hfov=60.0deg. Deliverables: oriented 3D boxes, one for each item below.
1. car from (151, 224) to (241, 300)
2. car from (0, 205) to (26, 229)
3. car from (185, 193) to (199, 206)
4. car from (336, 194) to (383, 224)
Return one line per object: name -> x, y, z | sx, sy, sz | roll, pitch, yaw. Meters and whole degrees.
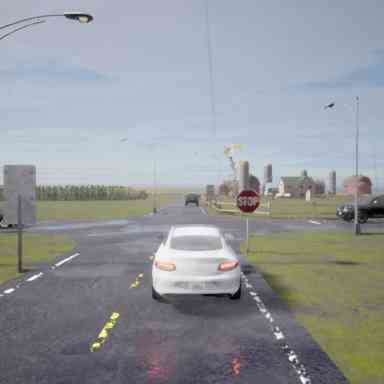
car -> 0.084, 1.524, 8.277 | 1.812, 1.442, 4.674 | 0, 0, 0
car -> -12.744, 1.528, 21.204 | 4.892, 1.490, 1.837 | 0, 1, 4
car -> -0.017, 1.219, 56.596 | 2.150, 2.045, 5.566 | 0, 0, 0
car -> 13.614, 1.192, 24.419 | 5.566, 2.045, 2.150 | 0, 1, -2
